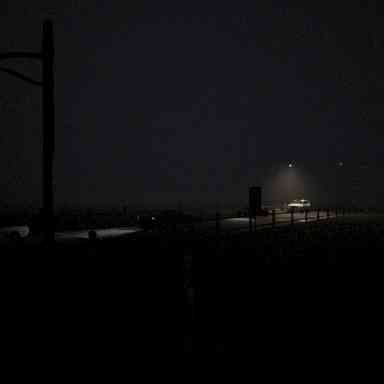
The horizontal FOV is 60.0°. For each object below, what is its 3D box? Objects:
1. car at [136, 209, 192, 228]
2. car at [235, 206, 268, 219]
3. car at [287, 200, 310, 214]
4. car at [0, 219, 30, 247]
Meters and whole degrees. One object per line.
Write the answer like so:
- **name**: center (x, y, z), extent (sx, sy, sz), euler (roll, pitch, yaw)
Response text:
- **car**: center (-2.100, 2.017, 25.897), extent (1.895, 1.301, 4.718), euler (0, -1, 36)
- **car**: center (7.000, 2.262, 38.375), extent (2.033, 1.411, 5.357), euler (0, -1, 36)
- **car**: center (16.512, 2.254, 51.268), extent (2.150, 2.045, 5.566), euler (0, -2, 36)
- **car**: center (-9.129, 1.742, 13.594), extent (1.895, 1.301, 4.718), euler (0, -1, 17)
